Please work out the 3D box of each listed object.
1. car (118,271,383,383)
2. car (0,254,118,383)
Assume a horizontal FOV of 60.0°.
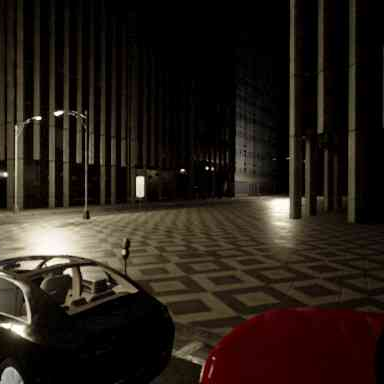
[{"bbox_3d":[2.269,1.315,1.368,5.009,1.841,2.192,0,0,35],"label":"car"},{"bbox_3d":[-2.252,1.551,4.545,4.403,1.369,2.008,0,0,35],"label":"car"}]
